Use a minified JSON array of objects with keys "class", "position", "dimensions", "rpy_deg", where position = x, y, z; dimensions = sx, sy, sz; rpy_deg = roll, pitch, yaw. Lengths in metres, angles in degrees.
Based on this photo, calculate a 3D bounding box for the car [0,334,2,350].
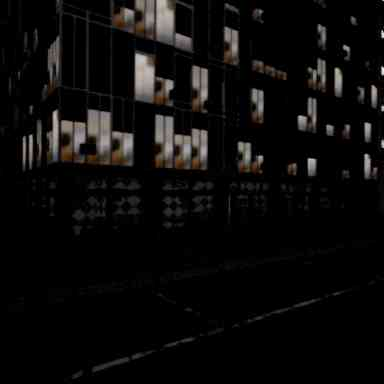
[{"class":"car","position":[-4.392,1.437,3.420],"dimensions":[4.097,1.590,1.967],"rpy_deg":[0,0,-36]}]
